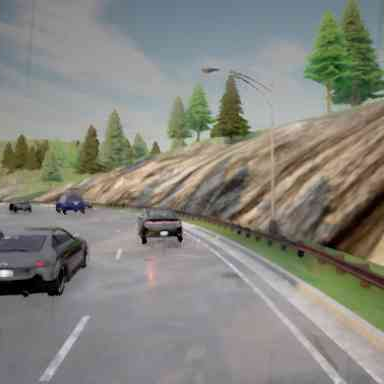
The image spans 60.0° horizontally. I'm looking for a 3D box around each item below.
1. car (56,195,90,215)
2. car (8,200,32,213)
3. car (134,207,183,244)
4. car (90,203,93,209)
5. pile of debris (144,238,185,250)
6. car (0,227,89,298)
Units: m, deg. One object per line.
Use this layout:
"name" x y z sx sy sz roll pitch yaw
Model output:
"car" -13.198 1.311 36.000 2.150 2.045 5.566 0 0 -32
"car" -20.477 1.643 39.554 2.128 1.511 4.902 0 0 -38
"car" -1.674 1.493 16.038 2.128 1.511 4.902 0 0 -12
"car" -15.245 1.701 45.098 1.895 1.301 4.718 -1 0 -39
"pile of debris" -1.207 2.175 14.004 1.500 0.140 1.860 -1 0 -11
"car" -3.974 1.593 8.606 1.994 1.385 4.181 0 0 -7
